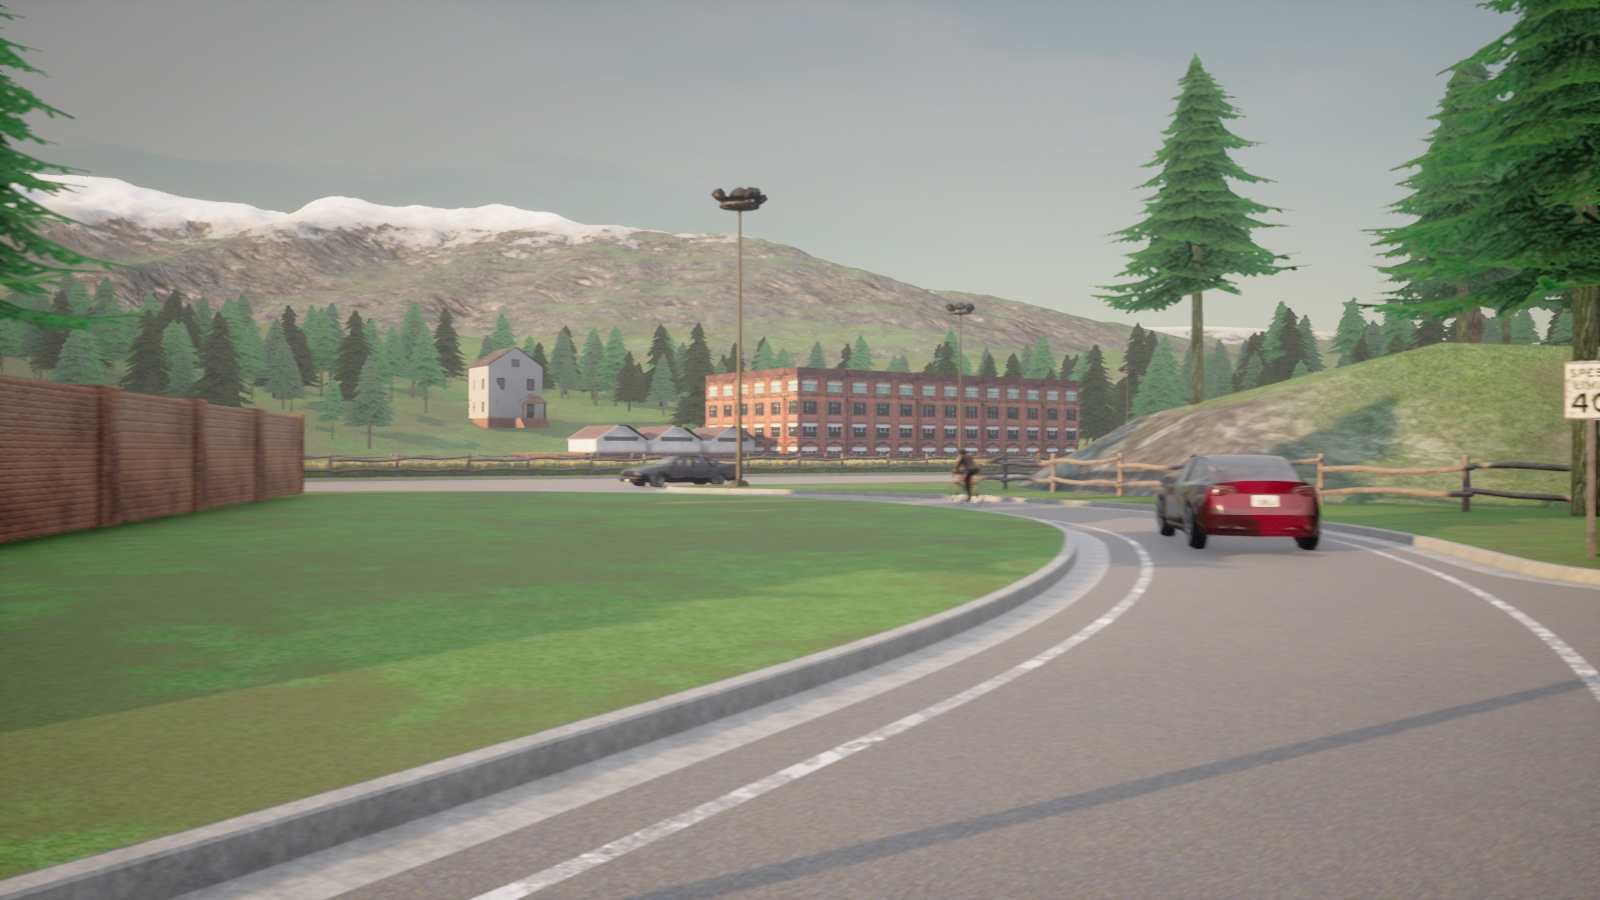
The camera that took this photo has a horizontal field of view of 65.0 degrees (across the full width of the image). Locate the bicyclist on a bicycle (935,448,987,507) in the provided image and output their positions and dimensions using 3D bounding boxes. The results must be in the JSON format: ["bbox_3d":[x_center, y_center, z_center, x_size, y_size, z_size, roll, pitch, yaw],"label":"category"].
[{"bbox_3d":[4.548,0.776,35.490,0.582,1.620,1.656,-1,0,-27],"label":"bicyclist on a bicycle"}]

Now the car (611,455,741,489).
[{"bbox_3d":[-5.382,0.939,54.885,5.357,1.411,2.033,0,0,-35],"label":"car"}]

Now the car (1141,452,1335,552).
[{"bbox_3d":[7.178,0.782,21.130,2.163,1.488,4.792,0,0,8],"label":"car"}]
